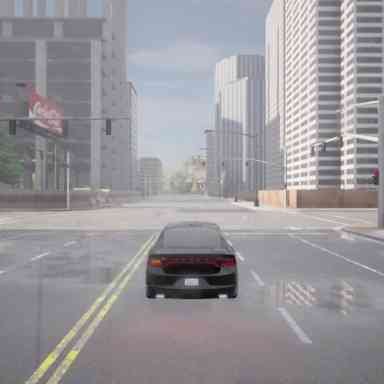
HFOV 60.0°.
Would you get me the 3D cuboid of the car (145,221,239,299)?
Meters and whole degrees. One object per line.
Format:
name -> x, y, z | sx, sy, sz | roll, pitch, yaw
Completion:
car -> 0.001, 1.478, 8.499 | 1.882, 1.535, 5.008 | 0, 0, 0
